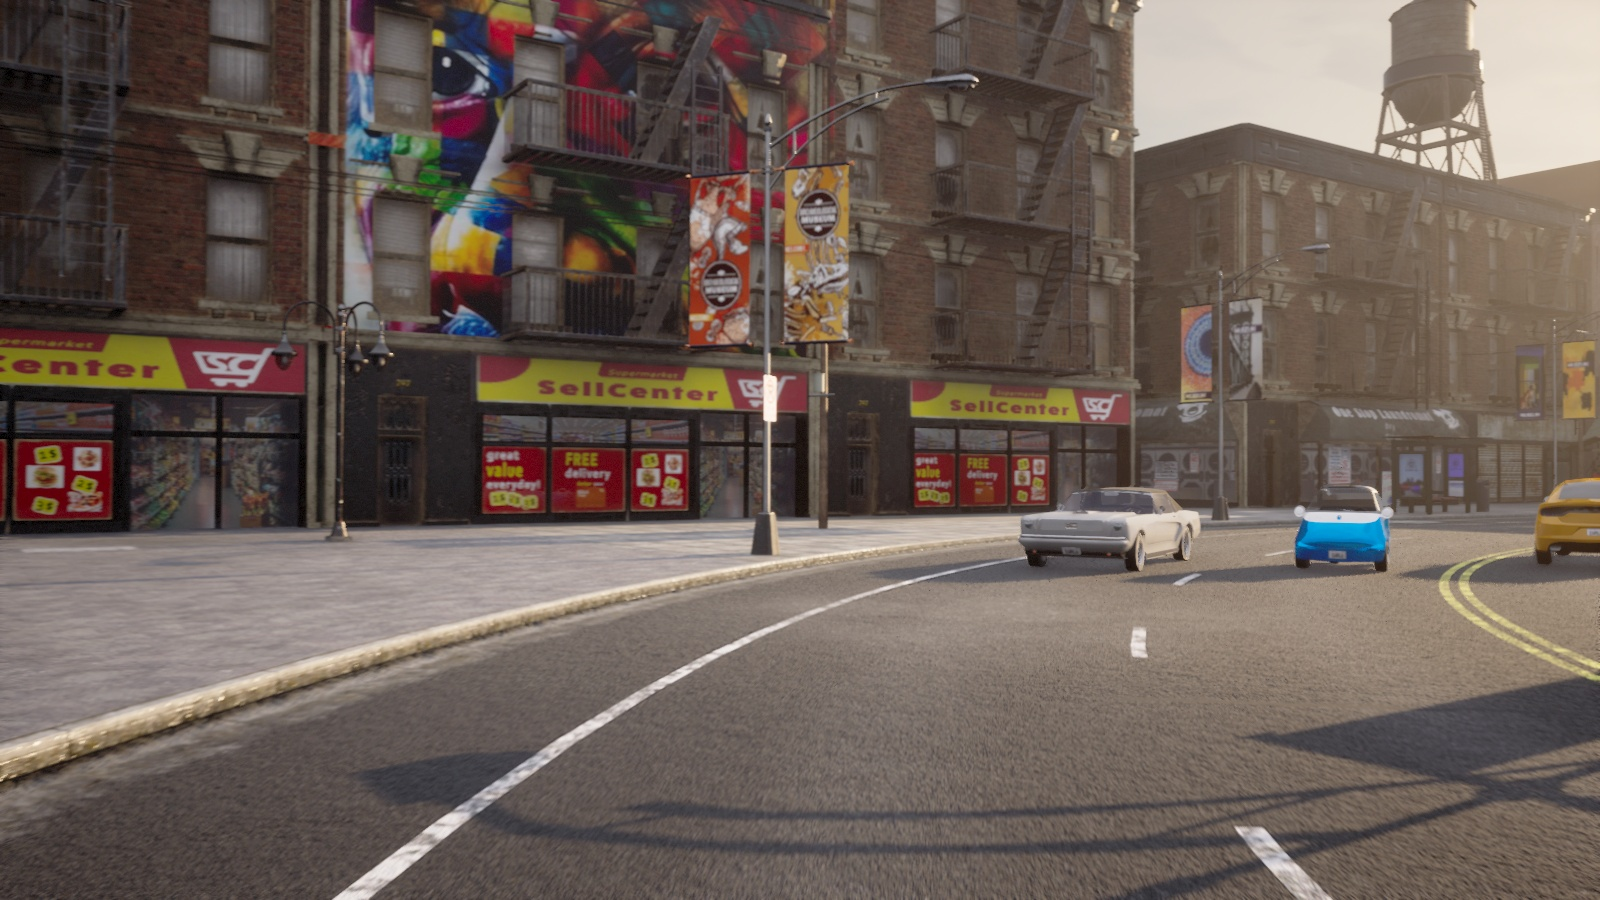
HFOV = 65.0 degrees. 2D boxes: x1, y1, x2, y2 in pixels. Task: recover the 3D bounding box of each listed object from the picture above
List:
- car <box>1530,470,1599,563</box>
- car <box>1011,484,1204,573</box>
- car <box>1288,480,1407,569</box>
[{"bbox_3d":[14.692,1.129,22.824,1.882,1.535,5.008,-1,-1,37],"label":"car"},{"bbox_3d":[5.392,1.260,21.560,1.895,1.301,4.718,-1,-1,31],"label":"car"},{"bbox_3d":[9.121,1.191,20.874,1.481,1.376,2.207,-1,-2,32],"label":"car"}]
